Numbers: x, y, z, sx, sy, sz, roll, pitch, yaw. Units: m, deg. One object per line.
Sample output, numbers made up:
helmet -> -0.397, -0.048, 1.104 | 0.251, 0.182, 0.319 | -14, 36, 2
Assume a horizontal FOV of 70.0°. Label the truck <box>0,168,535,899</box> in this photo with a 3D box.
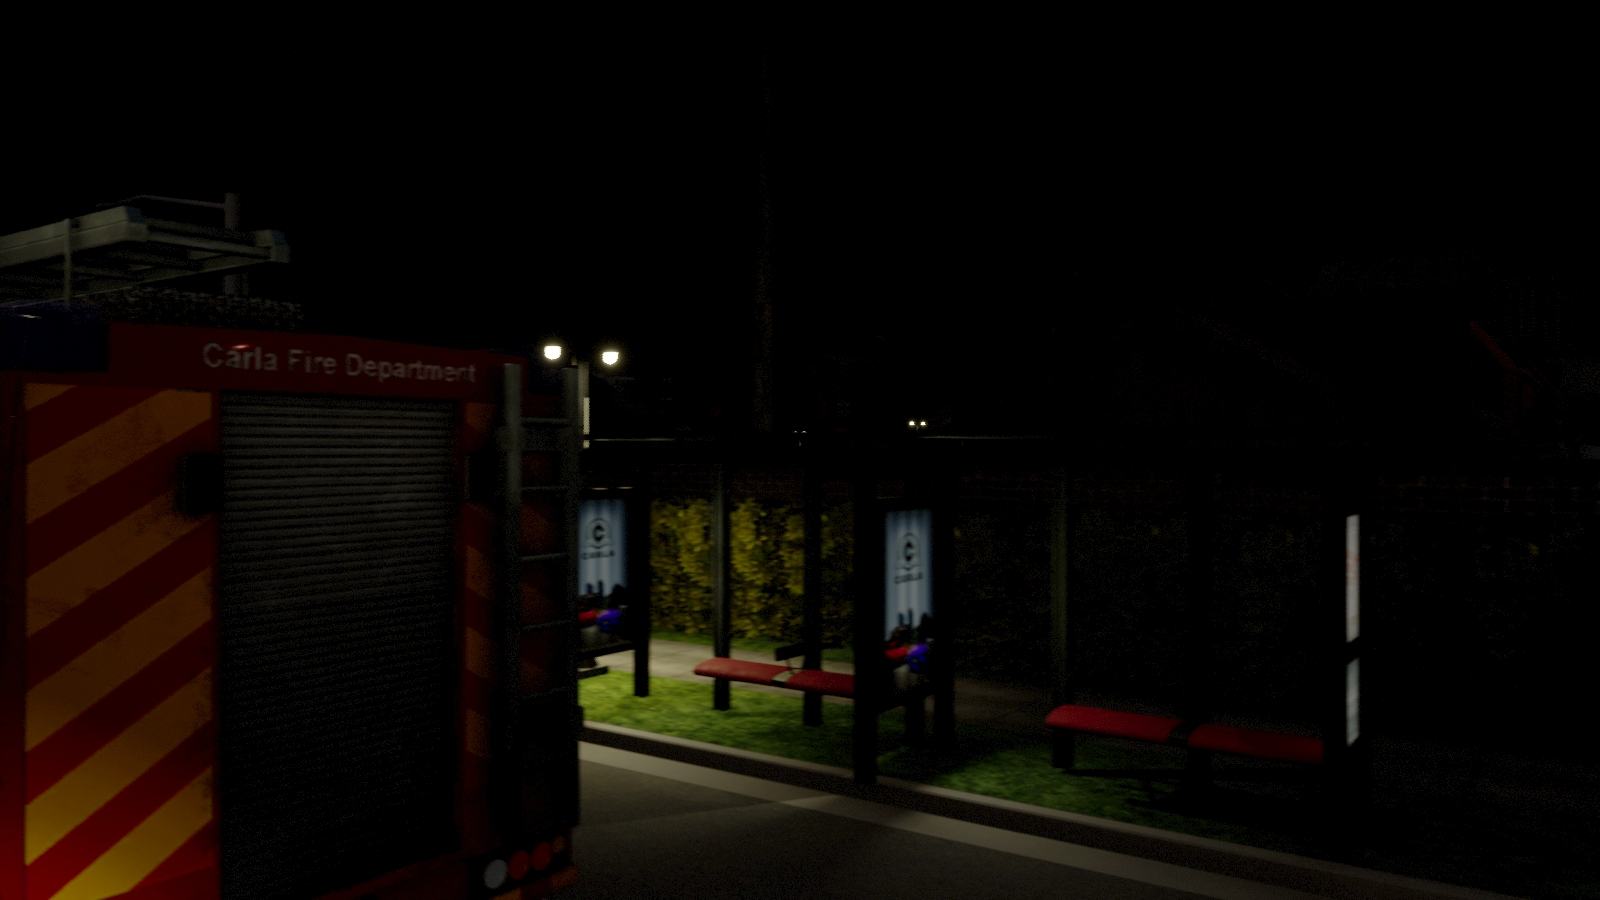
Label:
truck -> -5.738, 0.890, 7.476 | 8.468, 3.827, 2.891 | 0, 0, 35
